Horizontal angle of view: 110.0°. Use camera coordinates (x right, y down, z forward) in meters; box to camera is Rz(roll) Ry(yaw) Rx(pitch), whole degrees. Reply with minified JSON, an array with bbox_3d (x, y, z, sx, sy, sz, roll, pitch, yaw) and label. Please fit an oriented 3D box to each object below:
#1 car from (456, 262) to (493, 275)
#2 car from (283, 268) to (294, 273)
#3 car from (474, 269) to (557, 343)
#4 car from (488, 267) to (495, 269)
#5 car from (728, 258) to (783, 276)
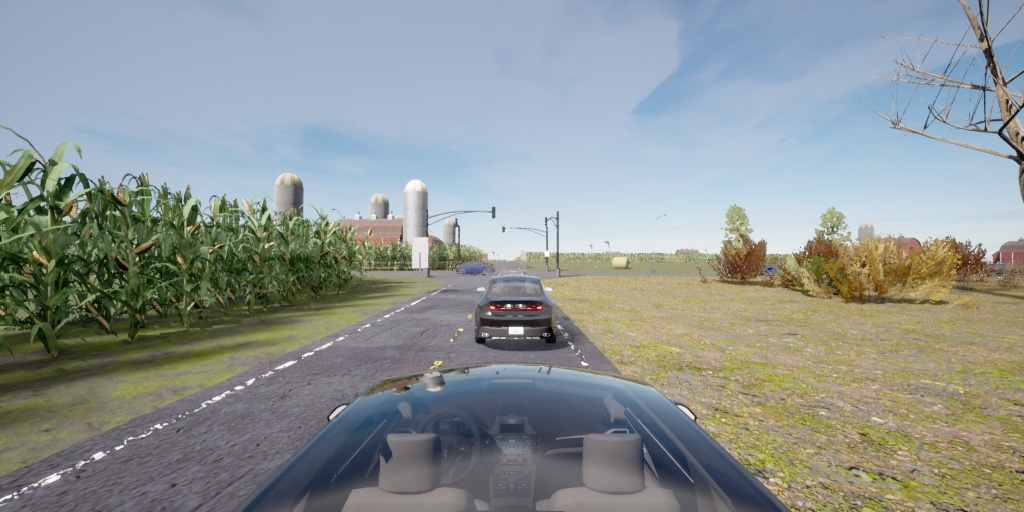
[{"bbox_3d":[-3.875,1.298,38.582,4.181,1.385,1.994,0,0,-4],"label":"car"},{"bbox_3d":[-23.604,0.899,37.414,4.553,1.767,2.097,1,-1,-3],"label":"car"},{"bbox_3d":[0.078,1.259,9.649,1.837,1.490,4.892,0,0,0],"label":"car"},{"bbox_3d":[0.030,1.360,18.801,1.895,1.301,4.718,0,0,4],"label":"car"},{"bbox_3d":[27.625,1.220,40.799,5.566,2.045,2.150,0,-1,-4],"label":"car"}]
